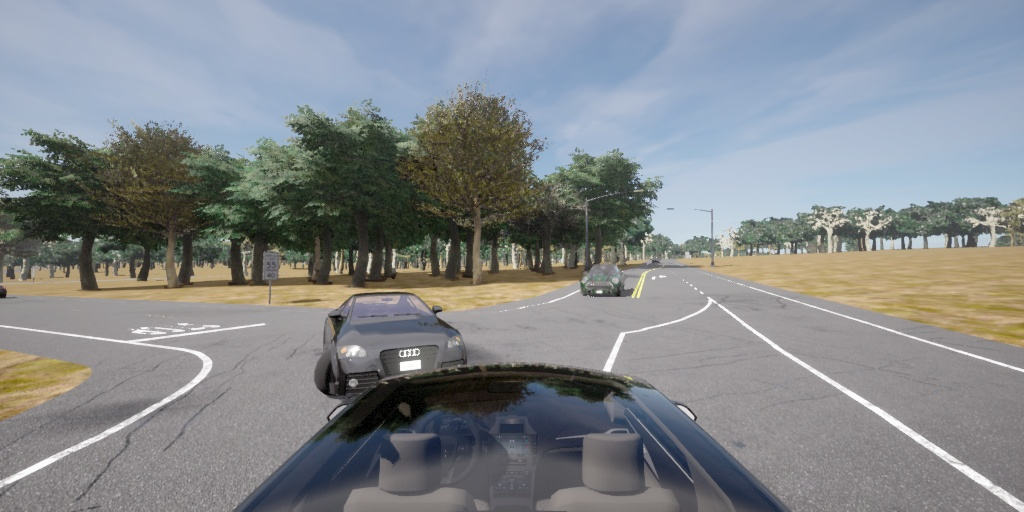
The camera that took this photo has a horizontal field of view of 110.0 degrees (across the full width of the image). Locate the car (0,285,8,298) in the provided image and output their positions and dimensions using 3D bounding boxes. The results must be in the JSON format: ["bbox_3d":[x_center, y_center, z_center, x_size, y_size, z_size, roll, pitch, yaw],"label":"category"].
[{"bbox_3d":[-40.852,2.566,27.440,4.181,1.385,1.994,-2,-3,22],"label":"car"}]

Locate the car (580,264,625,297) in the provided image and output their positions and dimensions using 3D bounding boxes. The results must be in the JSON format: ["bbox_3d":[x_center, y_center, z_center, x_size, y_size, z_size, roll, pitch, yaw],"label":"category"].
[{"bbox_3d":[5.306,1.281,20.655,2.097,1.767,4.553,-1,0,21],"label":"car"}]

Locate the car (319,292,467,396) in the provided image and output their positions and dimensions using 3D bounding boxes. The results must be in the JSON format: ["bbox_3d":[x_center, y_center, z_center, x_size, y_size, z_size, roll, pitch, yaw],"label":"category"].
[{"bbox_3d":[-2.354,1.377,6.660,1.994,1.385,4.181,1,-2,-29],"label":"car"}]
